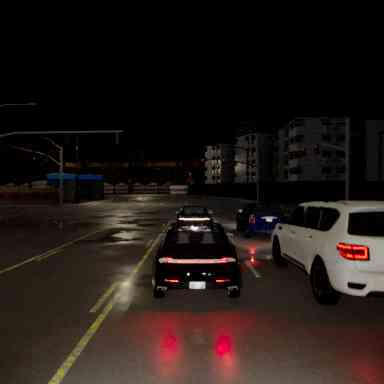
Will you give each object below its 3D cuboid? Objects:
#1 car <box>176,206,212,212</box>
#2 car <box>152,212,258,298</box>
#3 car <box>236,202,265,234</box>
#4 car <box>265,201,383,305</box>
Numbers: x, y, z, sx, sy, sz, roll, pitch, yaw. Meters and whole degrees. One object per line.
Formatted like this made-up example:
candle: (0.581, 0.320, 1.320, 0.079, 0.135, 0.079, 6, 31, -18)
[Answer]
car: (0.115, 1.473, 17.953, 2.128, 1.511, 4.902, 0, 0, 0)
car: (0.104, 1.499, 8.541, 2.128, 1.511, 4.902, 0, 0, 0)
car: (3.613, 1.328, 17.676, 2.097, 1.767, 4.553, 0, 0, 0)
car: (3.596, 1.217, 8.256, 2.150, 2.045, 5.566, 0, 0, 0)
